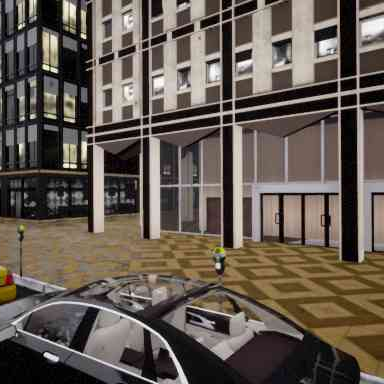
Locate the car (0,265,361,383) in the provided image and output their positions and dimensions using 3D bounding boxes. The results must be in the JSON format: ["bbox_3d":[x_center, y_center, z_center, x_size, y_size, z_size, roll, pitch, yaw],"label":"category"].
[{"bbox_3d":[-0.680,1.551,3.367,4.403,1.369,2.008,0,0,36],"label":"car"}]
